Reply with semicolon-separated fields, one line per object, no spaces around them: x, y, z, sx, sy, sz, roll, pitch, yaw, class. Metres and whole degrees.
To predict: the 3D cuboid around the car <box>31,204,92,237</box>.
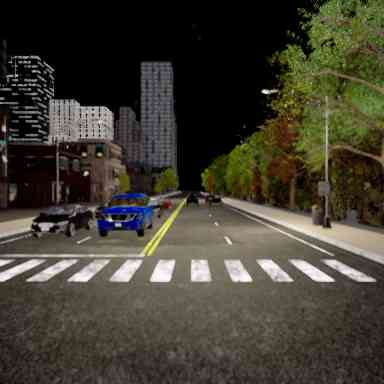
-6.606;1.399;17.413;2.128;1.511;4.902;0;0;0;car

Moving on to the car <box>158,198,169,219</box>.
-3.354;1.342;27.886;2.128;1.511;4.902;0;0;0;car

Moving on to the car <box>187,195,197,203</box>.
-0.003;1.208;59.040;1.812;1.442;4.674;0;0;0;car

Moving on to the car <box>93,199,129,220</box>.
-6.607;1.357;27.637;1.837;1.490;4.892;0;0;0;car

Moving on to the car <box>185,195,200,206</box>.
0.089;1.244;48.702;1.837;1.490;4.892;0;0;0;car

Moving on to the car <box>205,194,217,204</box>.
3.235;1.167;57.711;1.882;1.535;5.008;0;0;0;car

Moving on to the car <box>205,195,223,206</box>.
3.340;1.237;47.443;2.128;1.511;4.902;0;0;0;car

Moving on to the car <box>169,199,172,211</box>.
-3.348;1.396;38.212;1.895;1.301;4.718;0;0;0;car

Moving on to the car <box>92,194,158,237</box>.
-3.356;1.127;17.862;2.150;2.045;5.566;0;0;0;car

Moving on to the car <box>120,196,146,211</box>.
-6.599;1.288;37.969;2.128;1.511;4.902;0;0;0;car
